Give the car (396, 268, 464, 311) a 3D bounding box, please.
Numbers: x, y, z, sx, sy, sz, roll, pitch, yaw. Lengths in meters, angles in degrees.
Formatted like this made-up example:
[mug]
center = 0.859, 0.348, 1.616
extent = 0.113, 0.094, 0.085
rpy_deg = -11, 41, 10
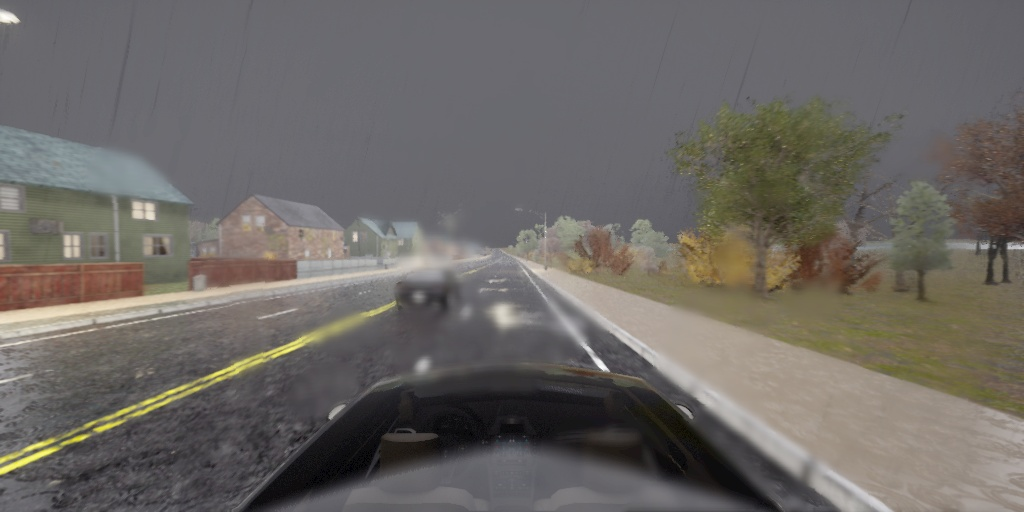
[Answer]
[car]
center = -3.145, 1.228, 14.591
extent = 1.882, 1.535, 5.008
rpy_deg = 0, 0, 0
